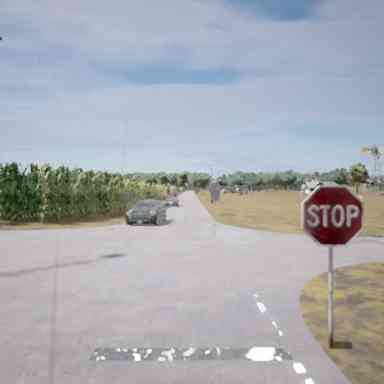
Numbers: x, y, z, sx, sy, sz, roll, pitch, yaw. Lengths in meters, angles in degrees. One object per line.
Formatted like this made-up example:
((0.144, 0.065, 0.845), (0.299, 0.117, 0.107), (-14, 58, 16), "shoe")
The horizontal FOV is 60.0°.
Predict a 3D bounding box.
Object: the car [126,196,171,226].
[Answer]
((-3.121, 1.342, 23.557), (2.097, 1.767, 4.553), (0, 0, 6), "car")

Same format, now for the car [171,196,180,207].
((-2.848, 1.383, 48.007), (2.128, 1.511, 4.902), (0, 0, 0), "car")
